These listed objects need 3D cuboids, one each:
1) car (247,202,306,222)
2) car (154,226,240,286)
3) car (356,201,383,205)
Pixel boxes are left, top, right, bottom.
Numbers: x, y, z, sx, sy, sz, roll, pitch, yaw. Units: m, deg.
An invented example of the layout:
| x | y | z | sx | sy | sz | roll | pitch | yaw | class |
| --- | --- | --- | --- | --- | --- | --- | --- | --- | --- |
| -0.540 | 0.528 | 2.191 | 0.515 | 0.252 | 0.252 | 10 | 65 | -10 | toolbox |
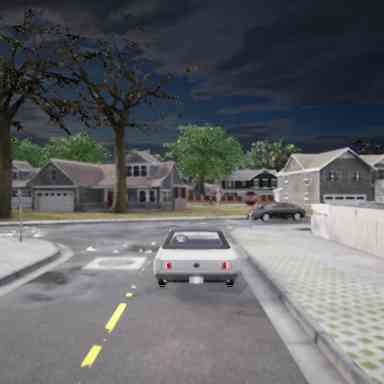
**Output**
| x | y | z | sx | sy | sz | roll | pitch | yaw | class |
| --- | --- | --- | --- | --- | --- | --- | --- | --- | --- |
| 6.784 | 1.571 | 26.821 | 4.892 | 1.490 | 1.837 | 0 | 0 | -19 | car |
| 0.101 | 1.608 | 9.381 | 1.895 | 1.301 | 4.718 | 0 | 0 | 0 | car |
| 15.862 | 1.613 | 29.905 | 4.892 | 1.490 | 1.837 | 0 | 0 | -17 | car |
